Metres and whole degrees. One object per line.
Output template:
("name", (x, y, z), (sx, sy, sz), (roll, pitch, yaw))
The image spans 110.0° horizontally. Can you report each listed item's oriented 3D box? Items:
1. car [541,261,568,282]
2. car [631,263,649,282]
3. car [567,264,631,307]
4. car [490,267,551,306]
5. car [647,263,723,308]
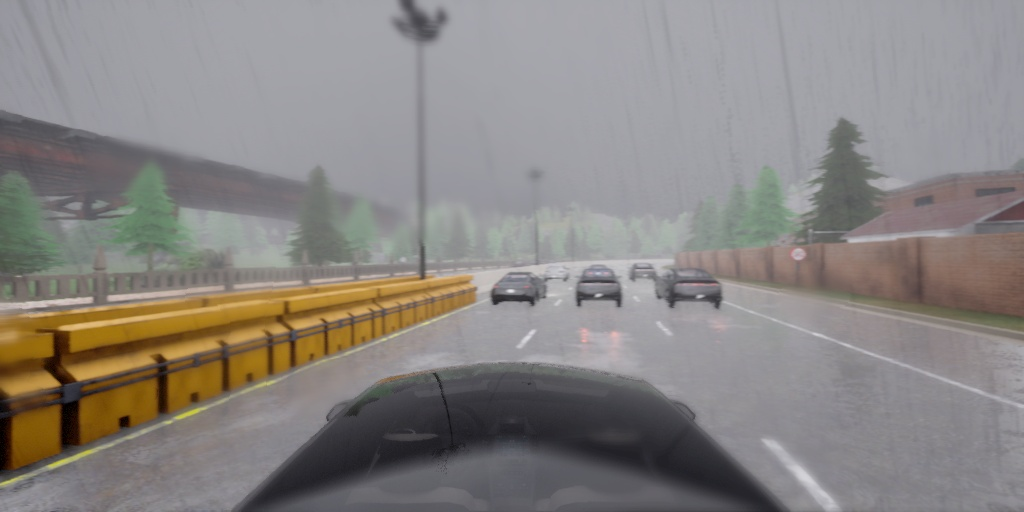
("car", (3.944, 1.442, 31.392), (1.812, 1.442, 4.674), (-1, 0, 14))
("car", (10.729, 1.307, 29.677), (2.128, 1.511, 4.902), (-1, 0, 14))
("car", (3.835, 1.296, 15.893), (2.128, 1.511, 4.902), (-1, 0, 14))
("car", (0.427, 1.418, 16.685), (1.994, 1.385, 4.181), (-1, 0, 14))
("car", (7.239, 1.245, 15.082), (2.128, 1.511, 4.902), (-1, 0, 14))
